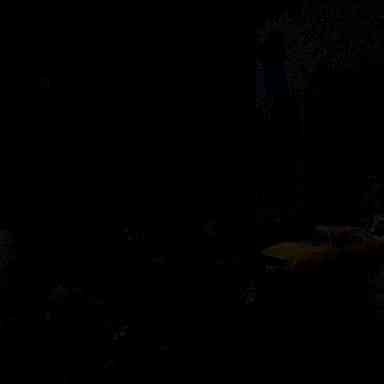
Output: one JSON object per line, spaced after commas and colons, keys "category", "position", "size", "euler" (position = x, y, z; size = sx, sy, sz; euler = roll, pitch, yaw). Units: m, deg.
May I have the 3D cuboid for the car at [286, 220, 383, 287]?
{"category": "car", "position": [3.840, 1.557, 9.453], "size": [4.829, 1.417, 1.752], "euler": [0, 0, -36]}

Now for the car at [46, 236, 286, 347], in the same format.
{"category": "car", "position": [-0.429, 1.578, 6.366], "size": [4.313, 1.339, 1.947], "euler": [0, 0, -36]}
